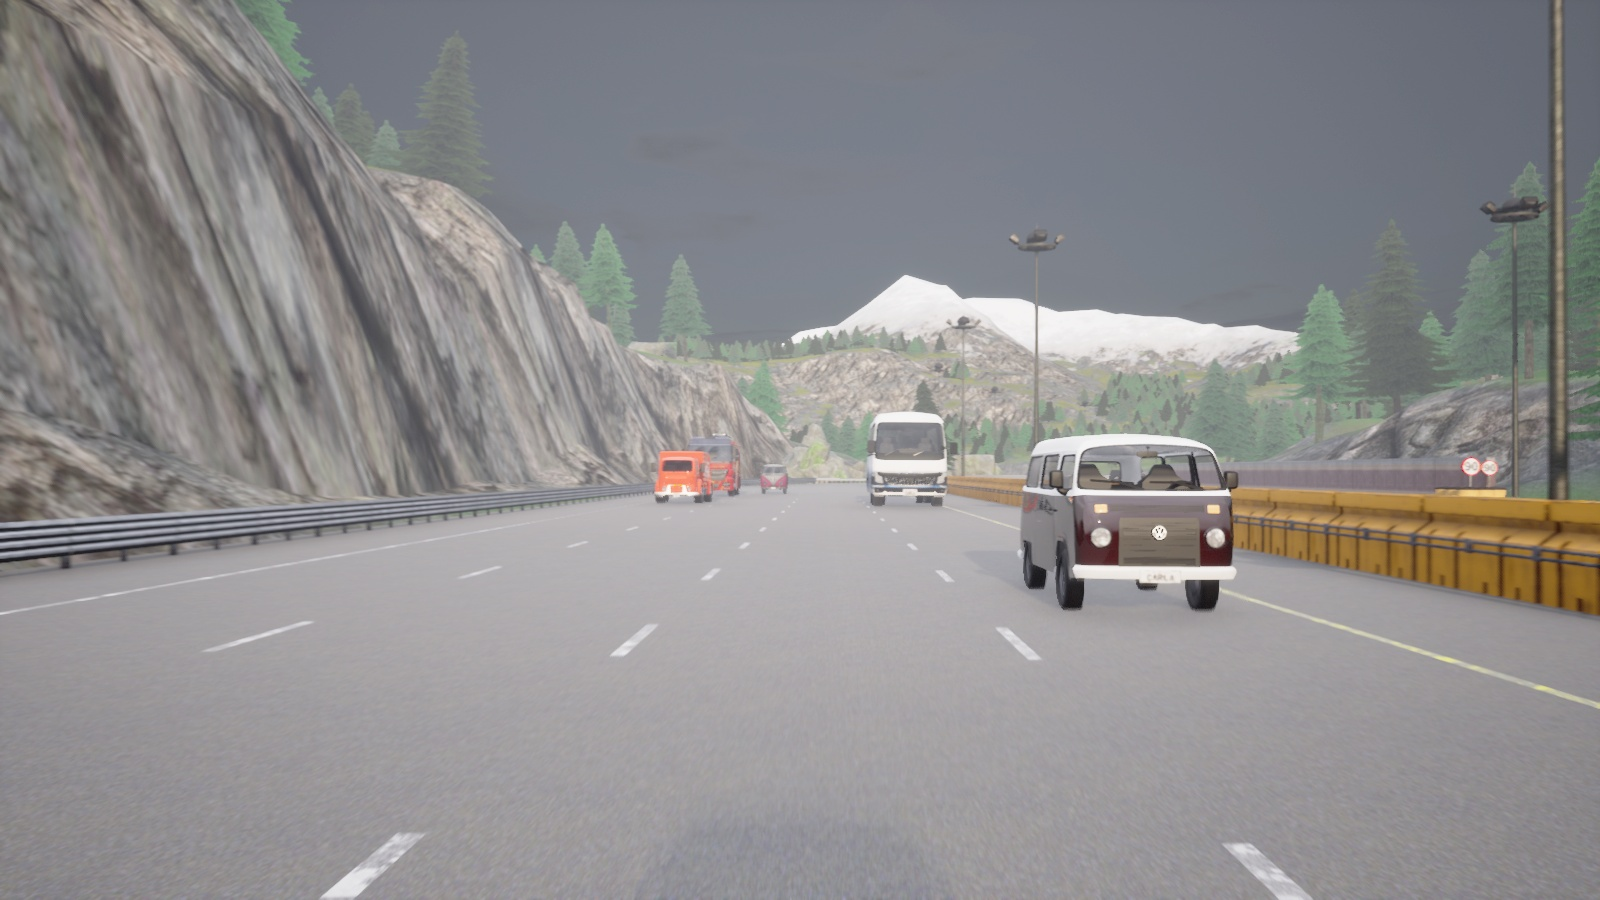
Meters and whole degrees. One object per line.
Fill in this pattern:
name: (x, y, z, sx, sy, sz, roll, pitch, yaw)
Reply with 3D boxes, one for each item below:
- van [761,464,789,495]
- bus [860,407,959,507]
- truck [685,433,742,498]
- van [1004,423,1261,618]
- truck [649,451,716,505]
van: (-1.678, 1.996, 85.228, 1.775, 1.987, 4.442, 0, -1, 1)
bus: (4.893, 0.404, 58.560, 3.944, 4.253, 10.273, 0, -1, 1)
truck: (-5.261, 0.965, 78.059, 2.891, 3.827, 8.468, 0, -1, 1)
van: (3.853, 0.789, 15.439, 2.069, 2.038, 4.480, 0, -1, 1)
truck: (-5.571, 1.351, 60.326, 2.627, 2.467, 5.204, 0, -1, 1)
